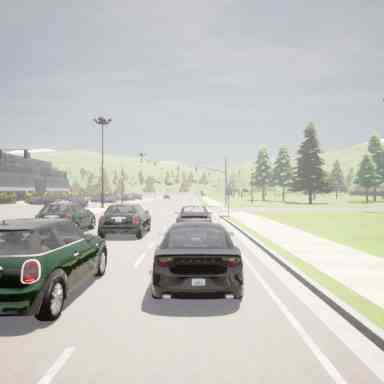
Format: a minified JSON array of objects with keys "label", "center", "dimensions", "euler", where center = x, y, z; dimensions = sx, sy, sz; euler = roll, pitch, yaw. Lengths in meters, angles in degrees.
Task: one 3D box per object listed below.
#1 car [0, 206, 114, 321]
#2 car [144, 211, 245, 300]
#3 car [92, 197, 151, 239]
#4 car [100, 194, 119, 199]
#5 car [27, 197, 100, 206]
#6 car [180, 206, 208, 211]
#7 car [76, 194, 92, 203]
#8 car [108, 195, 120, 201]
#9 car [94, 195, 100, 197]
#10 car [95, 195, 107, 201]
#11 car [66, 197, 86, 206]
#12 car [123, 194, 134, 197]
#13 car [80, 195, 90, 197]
[{"label":"car","center":[-3.389,1.352,7.428],"dimensions":[2.097,1.767,4.553],"euler":[0,0,0]},{"label":"car","center":[0.112,1.477,8.478],"dimensions":[1.882,1.535,5.008],"euler":[0,0,0]},{"label":"car","center":[-3.415,1.352,17.551],"dimensions":[2.097,1.767,4.553],"euler":[0,0,0]},{"label":"car","center":[-16.198,1.524,65.833],"dimensions":[1.812,1.442,4.674],"euler":[0,0,1]},{"label":"car","center":[-6.919,1.351,18.531],"dimensions":[2.097,1.767,4.553],"euler":[0,0,0]},{"label":"car","center":[0.096,1.491,17.896],"dimensions":[2.128,1.511,4.902],"euler":[0,0,0]},{"label":"car","center":[-23.170,1.353,71.476],"dimensions":[2.097,1.767,4.553],"euler":[0,0,0]},{"label":"car","center":[-19.650,1.550,84.164],"dimensions":[1.994,1.385,4.181],"euler":[0,0,0]},{"label":"car","center":[-19.673,1.498,69.393],"dimensions":[1.837,1.490,4.892],"euler":[0,0,0]},{"label":"car","center":[-23.149,1.550,84.835],"dimensions":[1.994,1.385,4.181],"euler":[0,0,0]},{"label":"car","center":[-19.683,1.562,56.778],"dimensions":[1.994,1.385,4.181],"euler":[0,0,0]},{"label":"car","center":[-16.156,1.498,80.793],"dimensions":[1.837,1.490,4.892],"euler":[0,0,0]},{"label":"car","center":[-15.932,1.562,46.390],"dimensions":[1.994,1.385,4.181],"euler":[0,0,-2]}]
